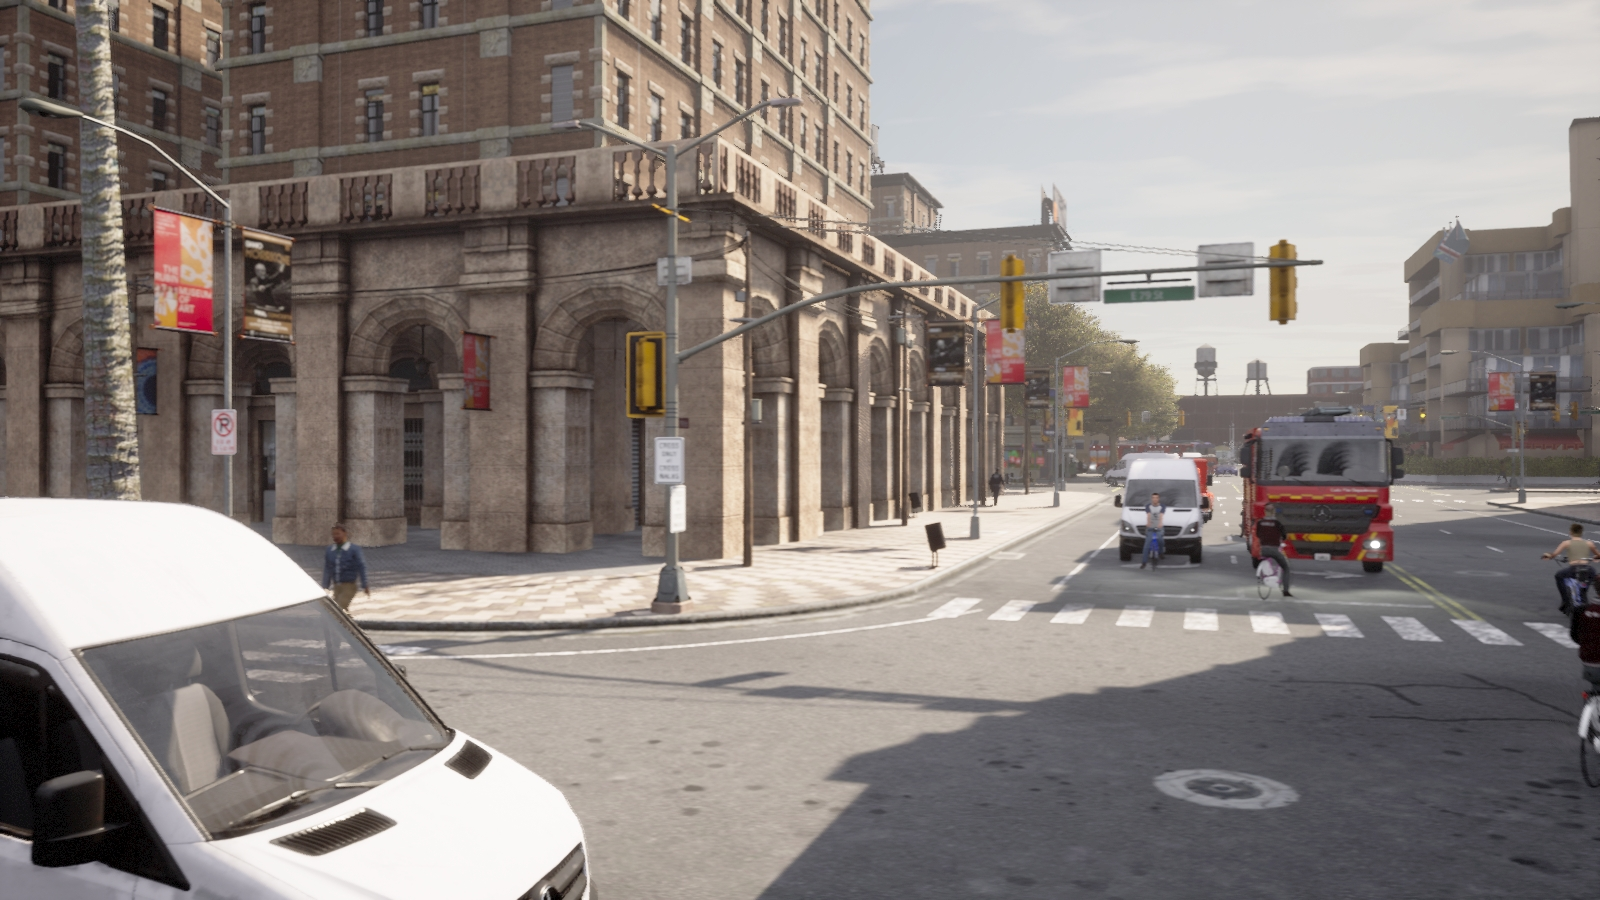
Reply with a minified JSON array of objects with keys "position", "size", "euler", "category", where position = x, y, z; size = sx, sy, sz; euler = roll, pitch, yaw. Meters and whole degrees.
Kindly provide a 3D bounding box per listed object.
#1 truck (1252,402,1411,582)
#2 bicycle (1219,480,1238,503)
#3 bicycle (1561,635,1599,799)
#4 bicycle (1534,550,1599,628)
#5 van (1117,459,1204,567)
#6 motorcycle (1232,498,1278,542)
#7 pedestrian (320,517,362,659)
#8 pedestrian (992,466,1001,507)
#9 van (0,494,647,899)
[{"position":[13.074,0.891,28.750],"size":[2.891,3.827,8.468],"euler":[0,0,20],"category":"truck"},{"position":[23.076,2.210,61.494],"size":[0.329,1.171,1.835],"euler":[0,0,42],"category":"bicycle"},{"position":[7.059,2.210,9.840],"size":[1.835,1.171,0.329],"euler":[0,0,-40],"category":"bicycle"},{"position":[12.681,2.256,18.701],"size":[0.859,1.080,1.487],"euler":[0,0,21],"category":"bicycle"},{"position":[9.727,1.534,30.510],"size":[1.988,2.561,5.915],"euler":[0,0,20],"category":"van"},{"position":[14.419,2.205,36.274],"size":[0.867,1.251,2.209],"euler":[0,0,8],"category":"motorcycle"},{"position":[-6.186,1.849,15.398],"size":[0.375,1.860,0.375],"euler":[0,0,16],"category":"pedestrian"},{"position":[9.170,1.696,53.332],"size":[0.375,1.860,0.375],"euler":[0,0,23],"category":"pedestrian"},{"position":[-3.877,1.535,5.440],"size":[5.915,2.561,1.988],"euler":[0,0,12],"category":"van"}]
